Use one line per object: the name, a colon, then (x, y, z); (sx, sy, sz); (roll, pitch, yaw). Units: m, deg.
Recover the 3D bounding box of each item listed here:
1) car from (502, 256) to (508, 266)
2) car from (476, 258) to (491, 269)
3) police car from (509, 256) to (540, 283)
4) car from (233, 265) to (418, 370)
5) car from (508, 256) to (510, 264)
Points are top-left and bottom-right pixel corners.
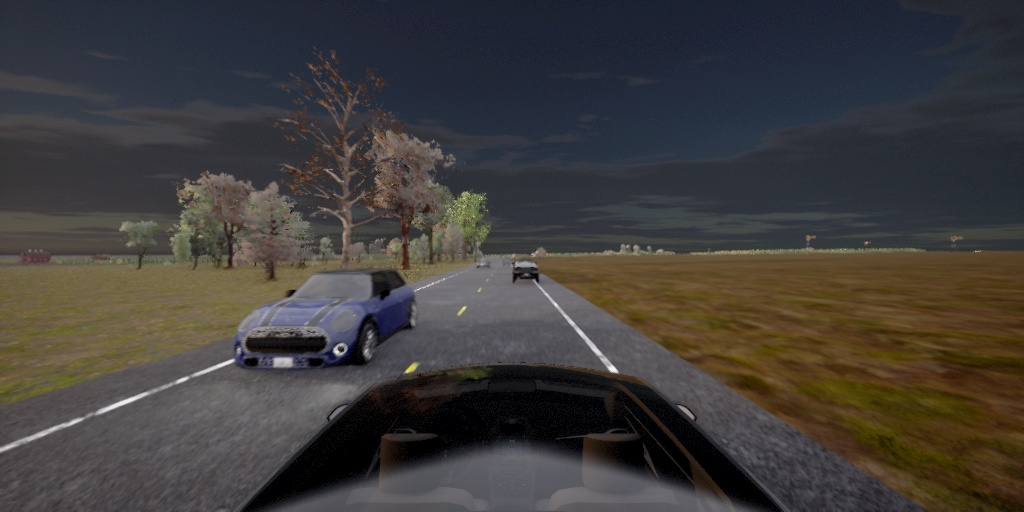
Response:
car: (-0.645, 0.921, 63.722); (2.128, 1.511, 4.902); (0, 0, -1)
car: (-3.952, 0.985, 50.124); (2.128, 1.511, 4.902); (0, 0, 0)
police car: (0.949, 1.033, 26.698); (1.930, 1.638, 5.238); (0, 0, 0)
car: (-3.606, 1.068, 7.880); (2.097, 1.767, 4.553); (0, 0, 0)
car: (0.765, 0.981, 42.793); (1.801, 1.575, 5.366); (0, 0, -1)
